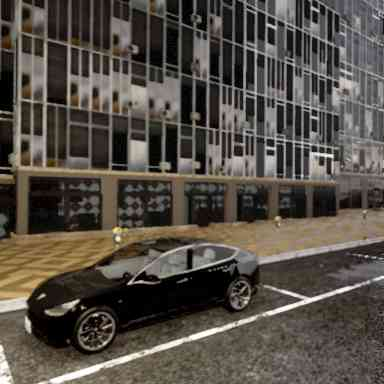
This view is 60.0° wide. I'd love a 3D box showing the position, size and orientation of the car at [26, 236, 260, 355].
[{"bbox_3d":[-0.614,1.557,6.111,4.313,1.339,1.947,0,1,-36],"label":"car"}]
